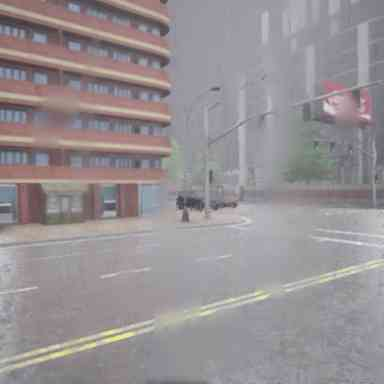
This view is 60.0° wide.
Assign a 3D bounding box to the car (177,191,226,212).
[{"bbox_3d":[0.573,0.893,34.475,2.150,2.045,5.566,-1,1,-35],"label":"car"}]

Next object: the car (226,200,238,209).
[{"bbox_3d":[3.000,1.216,37.124,1.895,1.301,4.718,-1,1,-35],"label":"car"}]
